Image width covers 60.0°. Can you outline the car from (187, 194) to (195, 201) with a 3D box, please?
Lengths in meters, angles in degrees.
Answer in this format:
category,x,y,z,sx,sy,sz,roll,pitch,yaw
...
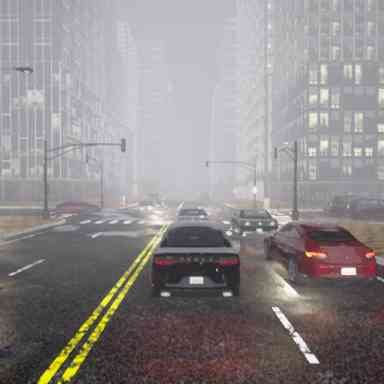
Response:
category,x,y,z,sx,sy,sz,roll,pitch,yaw
car,-0.236,1.358,79.954,1.882,1.535,5.008,0,0,0

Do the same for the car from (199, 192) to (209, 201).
category,x,y,z,sx,sy,sz,roll,pitch,yaw
car,3.014,1.105,79.993,2.150,2.045,5.566,0,0,0

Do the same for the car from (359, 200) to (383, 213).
category,x,y,z,sx,sy,sz,roll,pitch,yaw
car,21.699,1.625,37.515,4.829,1.417,1.752,1,0,1

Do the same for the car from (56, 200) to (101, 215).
category,x,y,z,sx,sy,sz,roll,pitch,yaw
car,-11.148,1.459,32.744,4.181,1.385,1.994,0,1,-8

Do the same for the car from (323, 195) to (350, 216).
category,x,y,z,sx,sy,sz,roll,pitch,yaw
car,15.980,1.369,31.794,5.566,2.045,2.150,0,1,1

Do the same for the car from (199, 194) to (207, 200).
category,x,y,z,sx,sy,sz,roll,pitch,yaw
car,2.983,1.224,90.381,2.128,1.511,4.902,0,0,0

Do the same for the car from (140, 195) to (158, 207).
category,x,y,z,sx,sy,sz,roll,pitch,yaw
car,-6.741,1.504,50.687,1.994,1.385,4.181,0,0,0

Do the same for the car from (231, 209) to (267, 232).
category,x,y,z,sx,sy,sz,roll,pitch,yaw
car,3.296,1.582,18.474,1.895,1.301,4.718,0,0,0

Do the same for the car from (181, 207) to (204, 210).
category,x,y,z,sx,sy,sz,roll,pitch,yaw
car,0.044,1.529,18.412,2.033,1.411,5.357,0,0,0

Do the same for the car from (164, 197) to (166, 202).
category,x,y,z,sx,sy,sz,roll,pitch,yaw
car,-6.708,1.431,69.860,1.812,1.442,4.674,0,0,0

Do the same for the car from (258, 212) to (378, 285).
category,x,y,z,sx,sy,sz,roll,pitch,yaw
car,3.323,1.517,9.355,1.812,1.442,4.674,0,0,0

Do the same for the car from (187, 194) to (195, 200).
category,x,y,z,sx,sy,sz,roll,pitch,yaw
car,-0.267,1.224,90.372,2.128,1.511,4.902,0,0,0

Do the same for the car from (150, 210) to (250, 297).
category,x,y,z,sx,sy,sz,roll,pitch,yaw
car,0.071,1.469,8.591,1.882,1.535,5.008,0,0,0

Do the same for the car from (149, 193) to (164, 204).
category,x,y,z,sx,sy,sz,roll,pitch,yaw
car,-6.753,1.147,59.719,2.150,2.045,5.566,0,0,0

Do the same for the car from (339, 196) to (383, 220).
category,x,y,z,sx,sy,sz,roll,pitch,yaw
car,16.115,1.505,29.212,5.009,1.841,2.192,1,0,1
